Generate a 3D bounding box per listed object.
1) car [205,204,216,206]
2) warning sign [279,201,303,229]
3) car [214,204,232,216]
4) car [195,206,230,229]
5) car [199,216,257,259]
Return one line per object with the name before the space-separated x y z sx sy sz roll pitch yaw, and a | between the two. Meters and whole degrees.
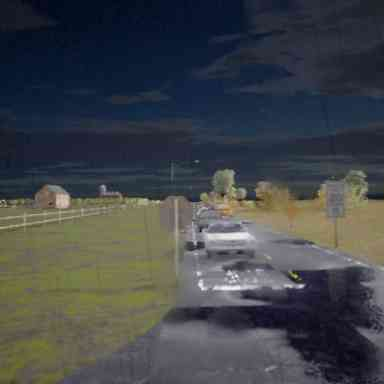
car | 1.265 2.340 35.410 1.812 1.442 4.674 -1 -1 0
warning sign | 6.675 1.539 22.447 1.300 1.860 1.060 -1 -1 -1
car | 4.071 2.443 43.794 1.882 1.535 5.008 -1 -1 0
car | 1.362 2.056 24.202 1.837 1.490 4.892 -1 -1 -1
car | 1.453 1.916 14.121 1.895 1.301 4.718 -1 -1 0
